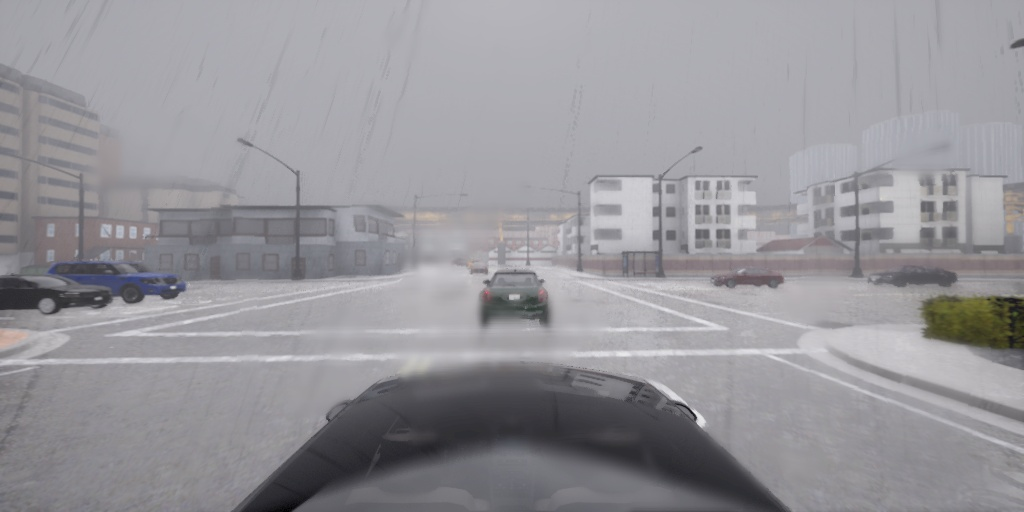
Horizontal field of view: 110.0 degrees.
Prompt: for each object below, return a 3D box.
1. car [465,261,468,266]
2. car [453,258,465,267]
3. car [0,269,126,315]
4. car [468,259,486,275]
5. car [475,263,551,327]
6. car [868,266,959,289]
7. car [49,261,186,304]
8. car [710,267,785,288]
[{"bbox_3d":[-5.132,1.243,51.911,1.882,1.535,5.008,0,1,-15],"label":"car"},{"bbox_3d":[-8.791,1.135,61.792,1.812,1.442,4.674,0,1,-28],"label":"car"},{"bbox_3d":[-19.042,1.466,14.296,5.008,1.535,1.882,-1,-1,-1],"label":"car"},{"bbox_3d":[-3.785,1.371,42.347,1.882,1.535,5.008,0,1,-3],"label":"car"},{"bbox_3d":[0.100,1.222,12.255,2.097,1.767,4.553,0,-1,0],"label":"car"},{"bbox_3d":[27.765,1.460,24.917,4.902,1.511,2.128,0,-1,3],"label":"car"},{"bbox_3d":[-19.624,1.251,17.786,5.566,2.045,2.150,-1,-1,-1],"label":"car"},{"bbox_3d":[16.516,1.499,25.283,4.674,1.442,1.812,0,-1,1],"label":"car"}]
